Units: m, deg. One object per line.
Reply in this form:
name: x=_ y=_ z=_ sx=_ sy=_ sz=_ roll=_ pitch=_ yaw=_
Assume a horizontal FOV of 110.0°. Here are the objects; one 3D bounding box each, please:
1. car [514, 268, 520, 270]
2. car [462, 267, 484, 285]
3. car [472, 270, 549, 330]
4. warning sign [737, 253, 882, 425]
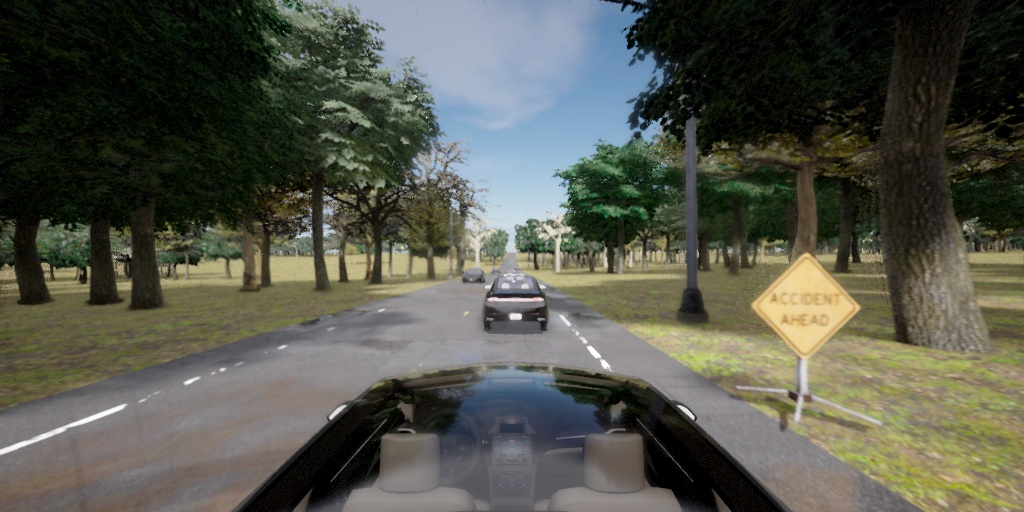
car: x=0.177 y=1.959 z=33.403 sx=1.895 sy=1.301 sz=4.718 roll=0 pitch=-2 yaw=0
car: x=-3.517 y=1.845 z=33.759 sx=1.882 sy=1.535 sz=5.008 roll=0 pitch=-2 yaw=0
car: x=0.108 y=1.379 z=11.613 sx=2.128 sy=1.511 sz=4.902 roll=0 pitch=-1 yaw=0
warning sign: x=3.554 y=0.896 z=4.411 sx=1.300 sy=1.860 sz=1.060 roll=0 pitch=0 yaw=0
